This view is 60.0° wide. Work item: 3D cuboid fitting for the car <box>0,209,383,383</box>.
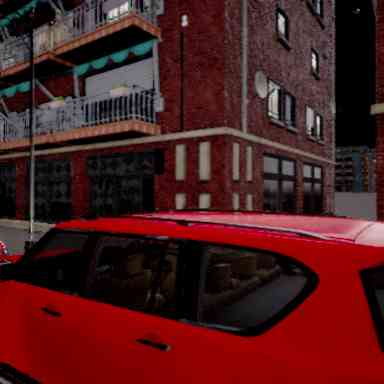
[{"bbox_3d":[-0.503,1.214,3.593,5.566,2.045,2.150,0,0,36],"label":"car"}]
